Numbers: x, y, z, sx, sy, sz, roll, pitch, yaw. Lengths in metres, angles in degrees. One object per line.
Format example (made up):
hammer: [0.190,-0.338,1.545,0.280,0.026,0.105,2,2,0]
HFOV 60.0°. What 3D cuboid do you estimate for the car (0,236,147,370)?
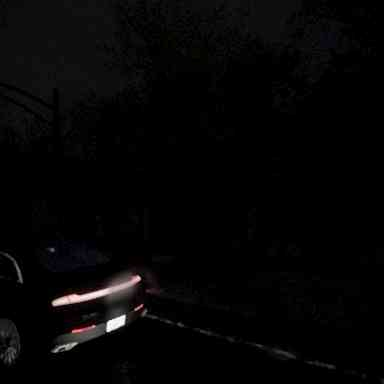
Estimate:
car: [-2.980,1.533,5.797,4.902,1.511,2.128,0,0,35]
